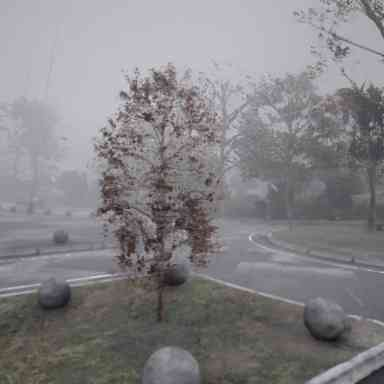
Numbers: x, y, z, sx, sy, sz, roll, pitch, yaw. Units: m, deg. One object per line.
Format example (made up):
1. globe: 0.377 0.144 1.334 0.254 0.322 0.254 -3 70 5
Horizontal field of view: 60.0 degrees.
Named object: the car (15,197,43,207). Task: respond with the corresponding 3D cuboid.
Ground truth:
1. car: -22.262 1.343 45.541 4.674 1.442 1.812 2 0 35
